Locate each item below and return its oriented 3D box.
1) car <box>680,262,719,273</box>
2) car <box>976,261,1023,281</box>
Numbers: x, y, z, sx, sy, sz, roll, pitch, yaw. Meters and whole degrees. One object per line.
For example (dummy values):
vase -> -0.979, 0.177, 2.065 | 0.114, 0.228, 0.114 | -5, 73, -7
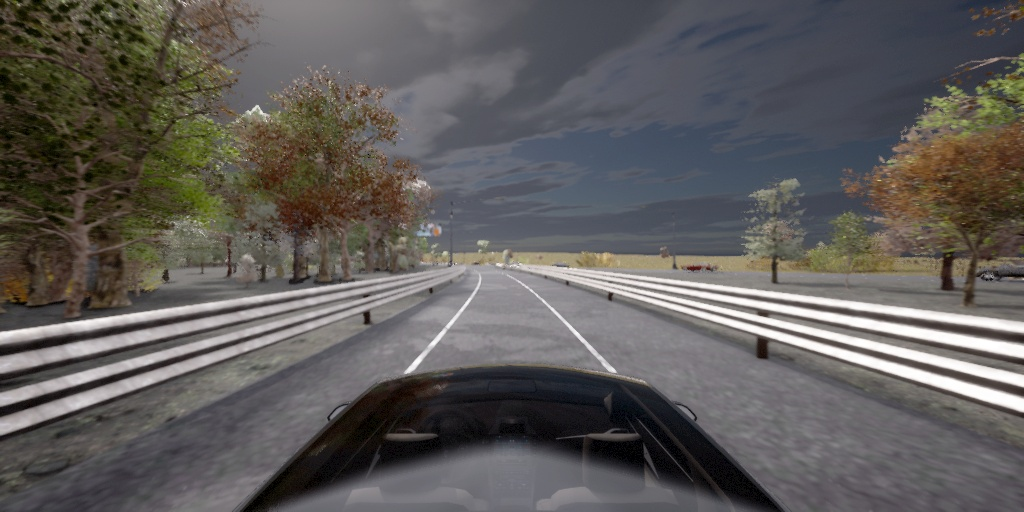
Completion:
car -> 25.665, 1.522, 49.274 | 1.895, 1.301, 4.718 | 0, -1, -26
car -> 36.905, 1.051, 25.805 | 2.128, 1.511, 4.902 | 0, -1, -26
